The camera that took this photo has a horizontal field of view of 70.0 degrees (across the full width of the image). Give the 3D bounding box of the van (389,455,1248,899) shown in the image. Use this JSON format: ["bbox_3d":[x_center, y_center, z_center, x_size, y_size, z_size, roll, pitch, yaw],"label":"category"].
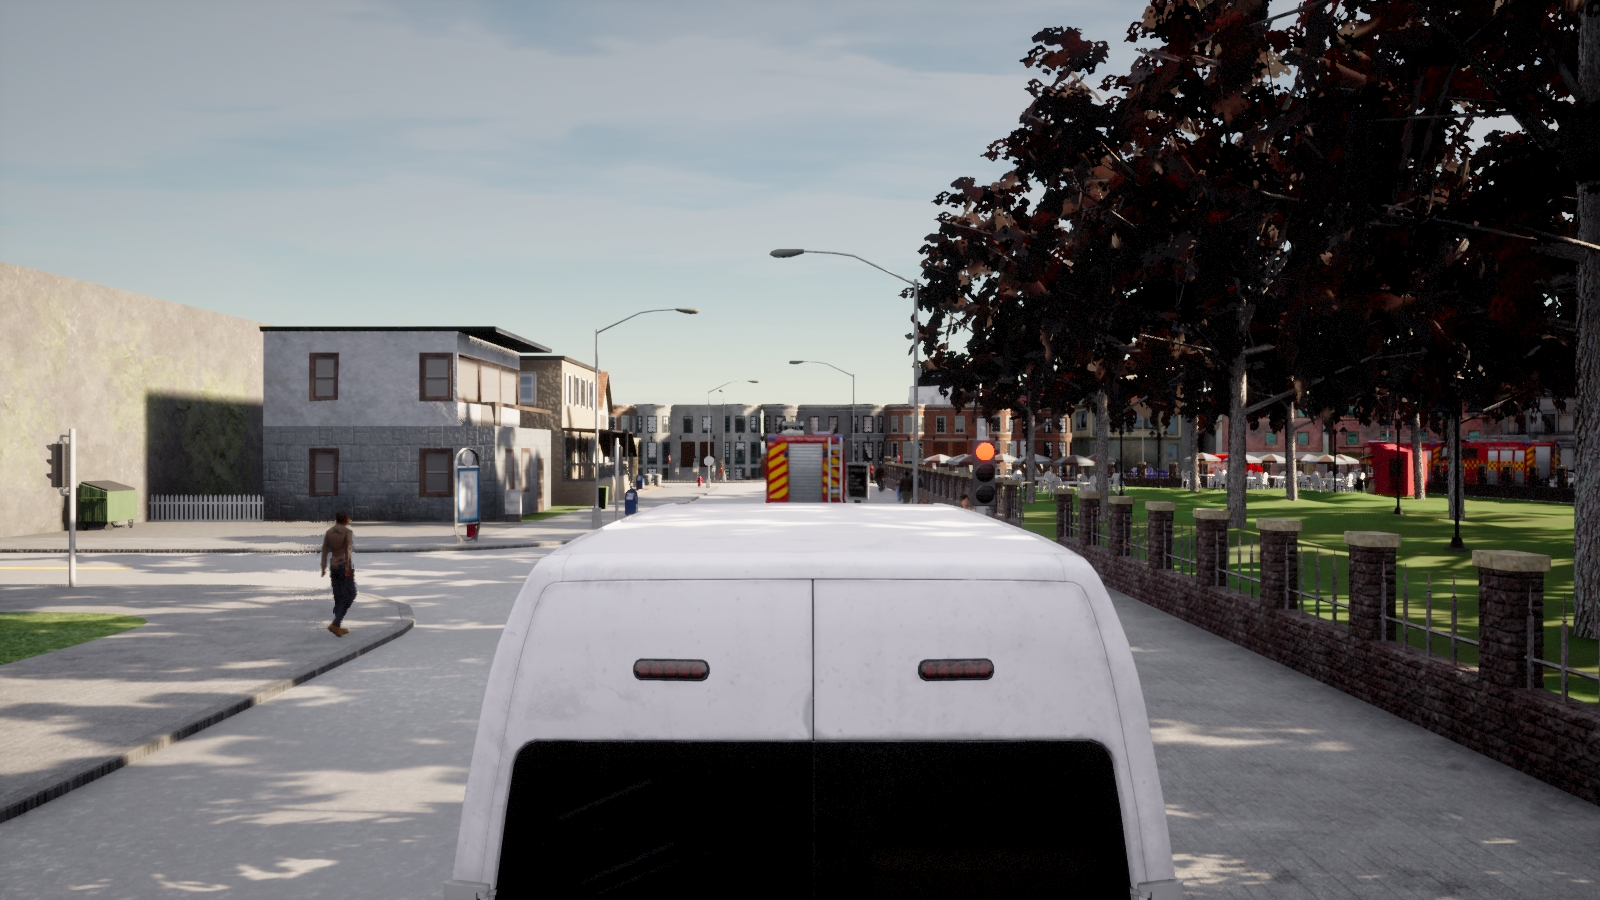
[{"bbox_3d":[0.036,1.314,5.605,1.988,2.561,5.915,0,0,0],"label":"van"}]

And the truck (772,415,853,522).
[{"bbox_3d":[0.444,0.670,44.991,2.891,3.827,8.468,0,0,0],"label":"truck"}]

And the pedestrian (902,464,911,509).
[{"bbox_3d":[4.463,1.525,47.924,0.375,1.860,0.375,0,0,8],"label":"pedestrian"}]

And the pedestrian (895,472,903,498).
[{"bbox_3d":[5.132,1.805,59.145,0.375,1.300,0.375,0,0,4],"label":"pedestrian"}]

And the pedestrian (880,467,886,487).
[{"bbox_3d":[5.531,1.796,76.067,0.375,1.300,0.375,0,0,0],"label":"pedestrian"}]

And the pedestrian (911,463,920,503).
[{"bbox_3d":[5.331,1.525,52.670,0.375,1.860,0.375,0,0,-1],"label":"pedestrian"}]

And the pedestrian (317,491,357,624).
[{"bbox_3d":[-6.598,1.517,16.291,0.375,1.860,0.375,0,0,18],"label":"pedestrian"}]

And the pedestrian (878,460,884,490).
[{"bbox_3d":[5.020,1.525,70.805,0.375,1.860,0.375,0,0,-3],"label":"pedestrian"}]
